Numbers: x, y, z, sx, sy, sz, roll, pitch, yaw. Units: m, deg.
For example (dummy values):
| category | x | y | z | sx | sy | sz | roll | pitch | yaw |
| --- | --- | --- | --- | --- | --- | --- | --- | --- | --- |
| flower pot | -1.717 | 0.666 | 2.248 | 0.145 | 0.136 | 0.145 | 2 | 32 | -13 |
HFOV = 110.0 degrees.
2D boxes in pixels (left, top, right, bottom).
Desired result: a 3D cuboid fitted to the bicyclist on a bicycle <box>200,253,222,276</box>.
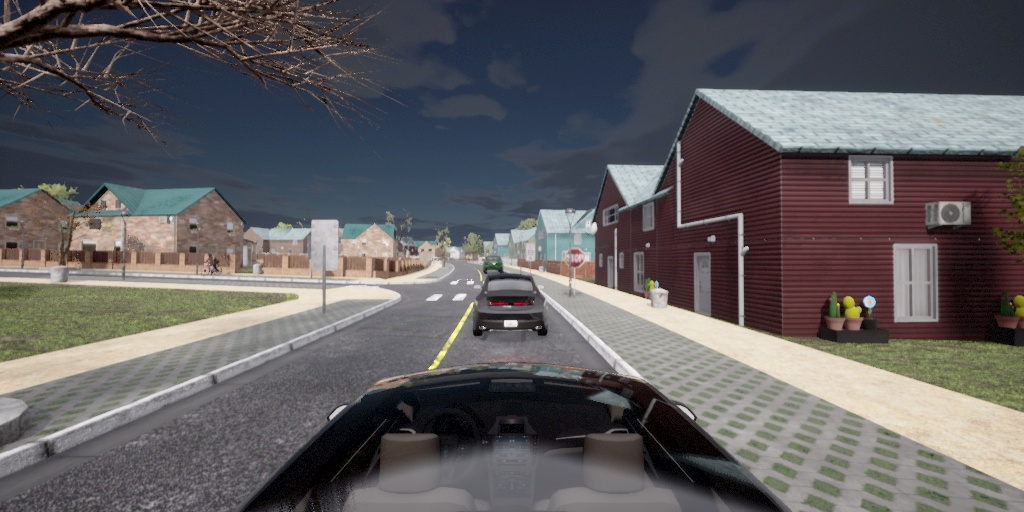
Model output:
| category | x | y | z | sx | sy | sz | roll | pitch | yaw |
| --- | --- | --- | --- | --- | --- | --- | --- | --- | --- |
| bicyclist on a bicycle | -22.059 | 0.621 | 26.329 | 0.582 | 1.620 | 1.656 | 1 | 0 | 8 |

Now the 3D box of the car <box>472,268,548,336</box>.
| category | x | y | z | sx | sy | sz | roll | pitch | yaw |
| --- | --- | --- | --- | --- | --- | --- | --- | --- | --- |
| car | -0.080 | 1.253 | 10.368 | 1.837 | 1.490 | 4.892 | 0 | 0 | -1 |

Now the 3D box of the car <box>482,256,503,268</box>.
| category | x | y | z | sx | sy | sz | roll | pitch | yaw |
| --- | --- | --- | --- | --- | --- | --- | --- | --- | --- |
| car | -2.283 | 0.961 | 41.817 | 2.150 | 2.045 | 5.566 | 0 | 0 | -7 |
